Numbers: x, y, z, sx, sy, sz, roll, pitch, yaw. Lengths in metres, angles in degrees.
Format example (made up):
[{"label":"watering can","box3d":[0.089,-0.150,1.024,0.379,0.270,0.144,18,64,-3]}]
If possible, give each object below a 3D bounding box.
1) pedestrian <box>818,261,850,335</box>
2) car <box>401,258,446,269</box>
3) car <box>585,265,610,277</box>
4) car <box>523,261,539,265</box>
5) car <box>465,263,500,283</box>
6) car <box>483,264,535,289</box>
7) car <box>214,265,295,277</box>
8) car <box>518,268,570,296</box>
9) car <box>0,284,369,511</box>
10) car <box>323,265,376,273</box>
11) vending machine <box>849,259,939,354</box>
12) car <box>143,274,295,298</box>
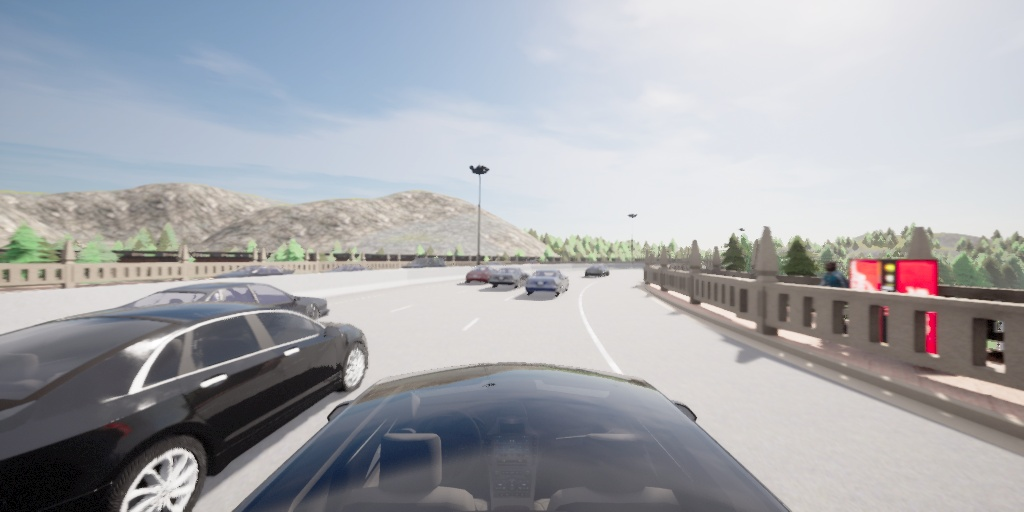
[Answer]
[{"label":"pedestrian","box3d":[7.574,1.000,8.483,0.375,1.860,0.375,0,0,5]},{"label":"car","box3d":[-8.361,1.191,34.285,2.150,2.045,5.566,0,-1,19]},{"label":"car","box3d":[9.889,1.716,41.343,1.994,1.385,4.181,0,-1,30]},{"label":"car","box3d":[3.154,1.650,63.404,2.097,1.767,4.553,0,-1,36]},{"label":"car","box3d":[-2.277,1.536,29.769,1.994,1.385,4.181,0,-1,17]},{"label":"car","box3d":[-0.019,1.498,25.434,2.033,1.411,5.357,0,-1,16]},{"label":"car","box3d":[-18.162,1.379,25.697,2.033,1.411,5.357,0,-1,13]},{"label":"car","box3d":[2.169,1.475,20.914,2.033,1.411,5.357,0,-1,16]},{"label":"car","box3d":[-3.263,1.251,3.879,1.837,1.490,4.892,0,0,2]},{"label":"car","box3d":[-13.454,1.446,29.856,2.033,1.411,5.357,0,-1,16]},{"label":"vending machine","box3d":[8.115,1.050,7.682,1.100,2.100,0.880,0,0,5]},{"label":"car","box3d":[-6.575,1.310,8.375,2.033,1.411,5.357,0,0,5]}]
